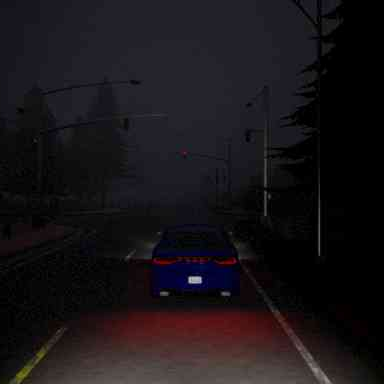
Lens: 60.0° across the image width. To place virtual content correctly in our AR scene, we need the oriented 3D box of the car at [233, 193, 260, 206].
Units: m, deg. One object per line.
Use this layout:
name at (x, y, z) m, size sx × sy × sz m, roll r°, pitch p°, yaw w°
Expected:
car at (8.546, 1.146, 52.089) m, size 3.866 × 1.878 × 1.905 m, roll 0°, pitch 0°, yaw 0°

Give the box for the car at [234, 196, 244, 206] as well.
car at (8.956, 1.144, 49.578) m, size 4.605 × 1.855 × 1.932 m, roll 0°, pitch 0°, yaw 0°

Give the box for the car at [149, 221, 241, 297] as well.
car at (0.079, 1.478, 8.626) m, size 1.882 × 1.535 × 5.008 m, roll 0°, pitch 0°, yaw 1°
